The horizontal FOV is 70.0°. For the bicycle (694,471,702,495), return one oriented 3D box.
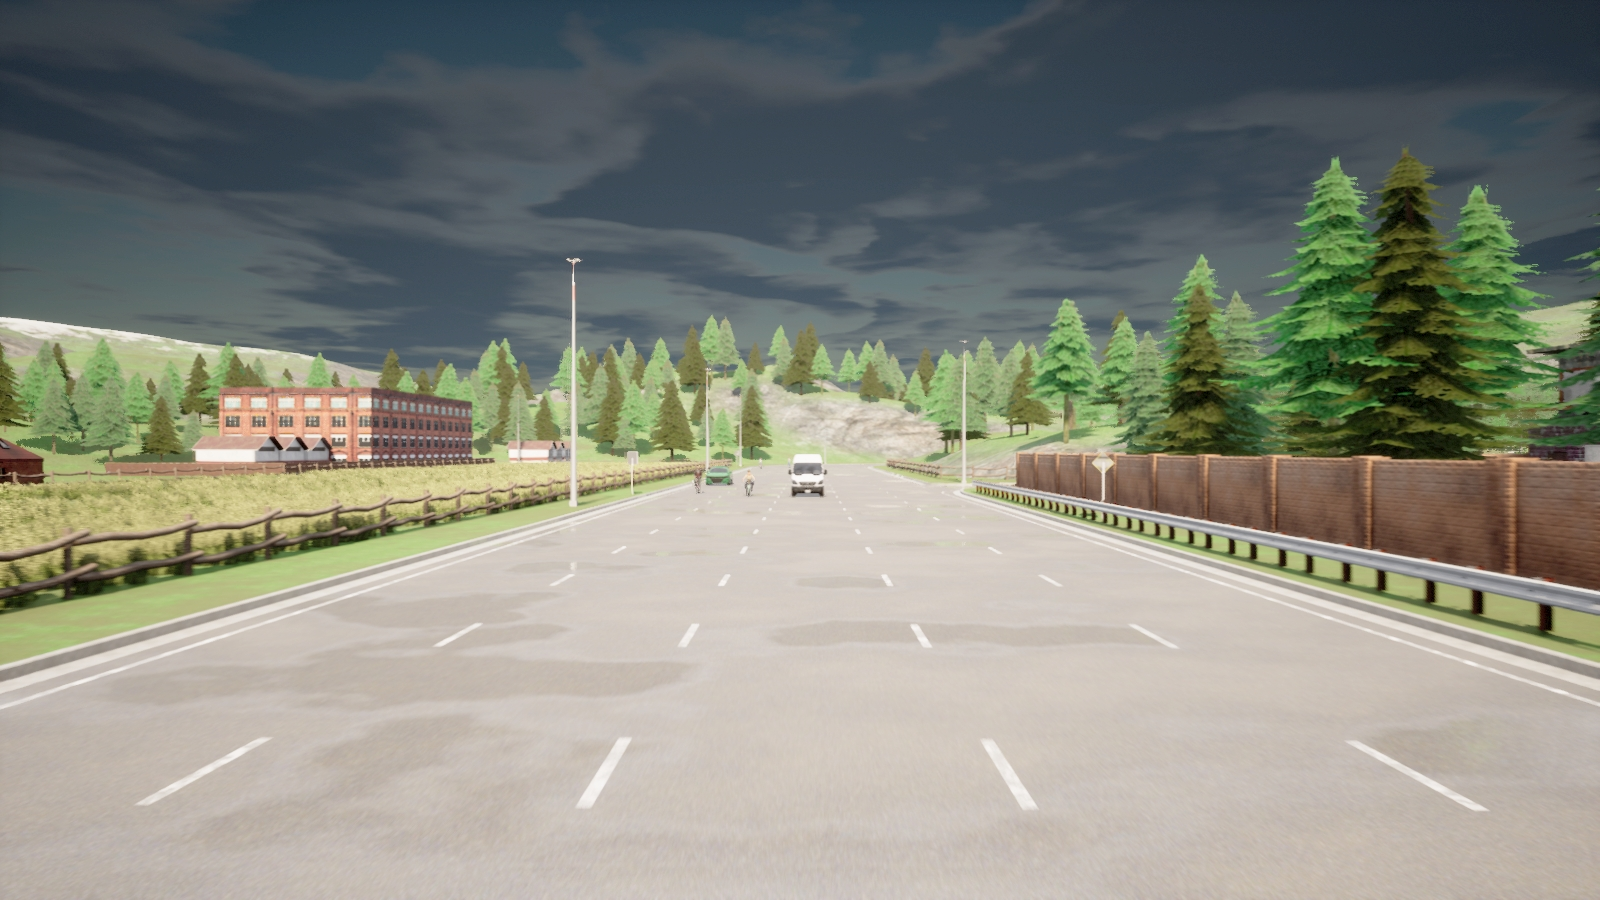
[{"bbox_3d":[-6.475,2.060,72.366,0.329,1.471,1.835,0,0,1],"label":"bicycle"}]

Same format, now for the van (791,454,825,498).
[{"bbox_3d":[0.475,1.534,69.313,1.988,2.561,5.915,0,0,0],"label":"van"}]

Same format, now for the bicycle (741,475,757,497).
[{"bbox_3d":[-3.036,2.157,68.085,0.859,1.276,1.487,0,0,1],"label":"bicycle"}]
